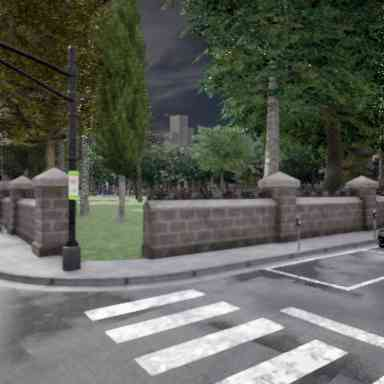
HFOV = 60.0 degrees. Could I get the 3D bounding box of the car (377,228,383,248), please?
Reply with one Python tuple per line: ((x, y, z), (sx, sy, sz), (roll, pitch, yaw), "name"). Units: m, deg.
((9.182, 1.540, 13.311), (4.313, 1.339, 1.947), (0, 0, -35), "car")
